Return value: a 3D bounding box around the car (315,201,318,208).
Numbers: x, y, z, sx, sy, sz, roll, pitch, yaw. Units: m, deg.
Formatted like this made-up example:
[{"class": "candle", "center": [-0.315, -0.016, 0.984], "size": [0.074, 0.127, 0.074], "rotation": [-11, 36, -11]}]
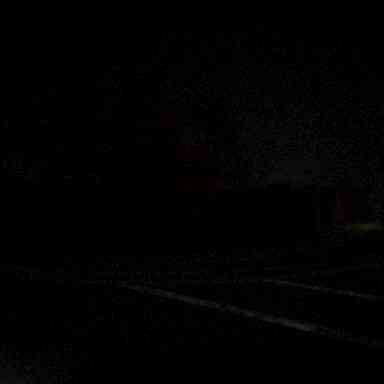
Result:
[{"class": "car", "center": [12.729, 1.208, 40.627], "size": [5.027, 1.636, 2.152], "rotation": [0, 0, 34]}]
